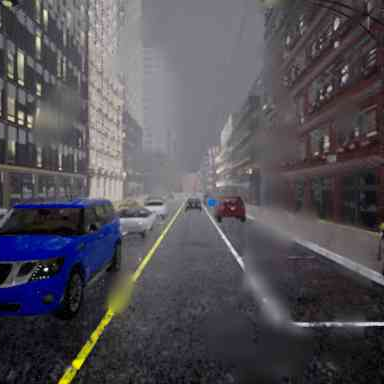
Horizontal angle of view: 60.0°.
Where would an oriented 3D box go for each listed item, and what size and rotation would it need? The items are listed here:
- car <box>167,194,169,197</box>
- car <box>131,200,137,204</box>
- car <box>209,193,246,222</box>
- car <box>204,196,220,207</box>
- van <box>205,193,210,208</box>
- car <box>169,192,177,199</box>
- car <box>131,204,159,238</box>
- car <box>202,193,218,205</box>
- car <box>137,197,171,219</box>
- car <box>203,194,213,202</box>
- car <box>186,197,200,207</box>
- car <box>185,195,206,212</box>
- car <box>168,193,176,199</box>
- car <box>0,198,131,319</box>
[{"bbox_3d":[-5.583,1.302,57.945,2.008,1.369,4.403,0,0,0],"label":"car"},{"bbox_3d":[-5.640,1.409,30.020,1.752,1.417,4.829,0,0,0],"label":"car"},{"bbox_3d":[2.728,1.172,24.622,2.192,1.841,5.009,0,0,0],"label":"car"},{"bbox_3d":[2.775,1.300,46.826,2.008,1.369,4.403,0,0,0],"label":"car"},{"bbox_3d":[2.761,1.117,41.275,1.690,1.788,3.998,0,0,0],"label":"van"},{"bbox_3d":[-5.527,1.209,85.699,1.802,1.307,4.206,-1,0,0],"label":"car"},{"bbox_3d":[-3.071,1.531,17.363,1.895,1.301,4.718,0,0,0],"label":"car"},{"bbox_3d":[2.784,1.039,52.376,2.192,1.841,5.009,-1,0,0],"label":"car"},{"bbox_3d":[-3.040,1.405,27.631,1.812,1.442,4.674,0,0,1],"label":"car"},{"bbox_3d":[3.127,1.180,67.541,1.812,1.442,4.674,0,0,0],"label":"car"},{"bbox_3d":[0.169,1.361,48.045,1.895,1.301,4.718,0,0,0],"label":"car"},{"bbox_3d":[0.164,1.362,36.646,2.033,1.411,5.357,0,0,0],"label":"car"},{"bbox_3d":[-5.518,1.044,91.249,1.967,1.590,4.097,-1,0,0],"label":"car"},{"bbox_3d":[-3.104,1.201,7.652,2.150,2.045,5.566,0,0,0],"label":"car"}]
